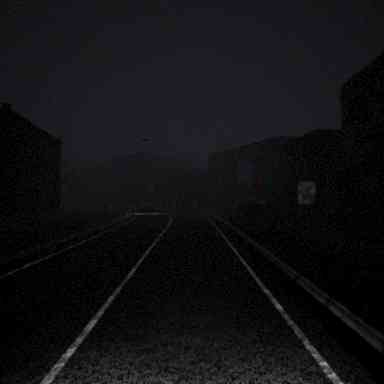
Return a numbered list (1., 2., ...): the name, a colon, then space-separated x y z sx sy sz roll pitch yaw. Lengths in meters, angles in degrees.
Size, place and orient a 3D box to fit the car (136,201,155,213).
1. car: -6.099 1.940 43.114 1.812 1.442 4.674 1 -1 -18
